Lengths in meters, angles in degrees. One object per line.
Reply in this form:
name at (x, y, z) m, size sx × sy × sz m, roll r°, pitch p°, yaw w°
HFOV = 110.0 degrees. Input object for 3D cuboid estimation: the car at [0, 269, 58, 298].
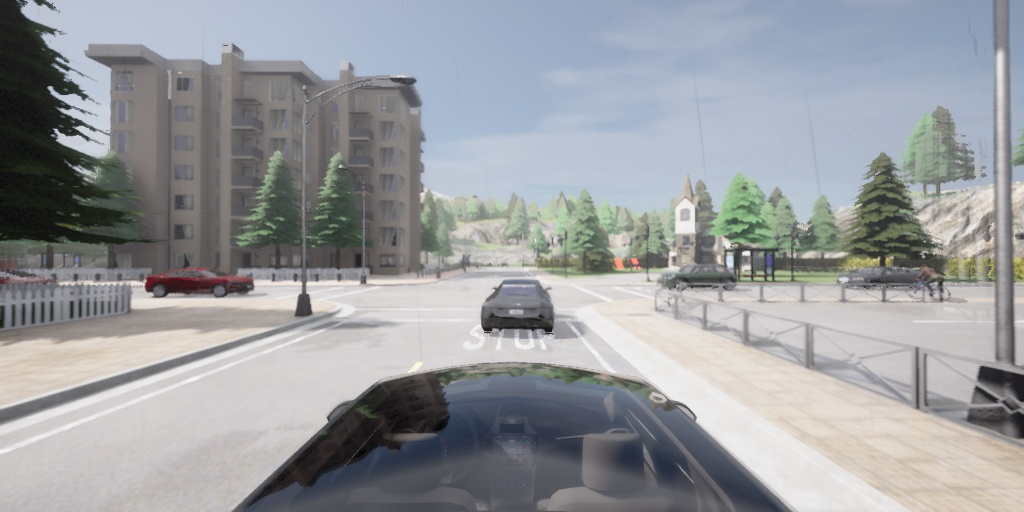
car at (-27.278, 1.434, 19.203) m, size 4.674 × 1.442 × 1.812 m, roll 0°, pitch 0°, yaw 0°

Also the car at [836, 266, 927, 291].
car at (24.017, 1.434, 23.406) m, size 4.902 × 1.511 × 2.128 m, roll 0°, pitch 0°, yaw -1°

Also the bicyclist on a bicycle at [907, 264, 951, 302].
bicyclist on a bicycle at (18.394, 1.183, 15.872) m, size 0.582 × 1.620 × 1.656 m, roll 0°, pitch -1°, yaw -1°

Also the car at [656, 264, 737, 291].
car at (11.849, 1.295, 23.289) m, size 4.553 × 1.767 × 2.097 m, roll 0°, pitch 0°, yaw -1°

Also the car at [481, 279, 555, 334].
car at (0.287, 1.391, 11.022) m, size 1.994 × 1.385 × 4.181 m, roll 0°, pitch 0°, yaw 5°

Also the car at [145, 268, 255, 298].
car at (-16.645, 1.387, 19.304) m, size 5.008 × 1.535 × 1.882 m, roll 0°, pitch 0°, yaw -1°
